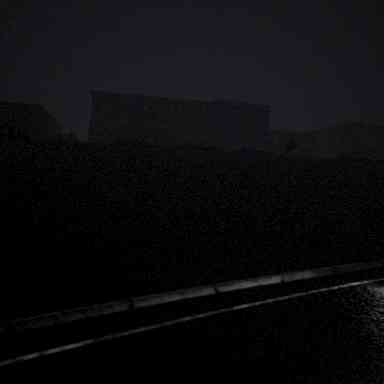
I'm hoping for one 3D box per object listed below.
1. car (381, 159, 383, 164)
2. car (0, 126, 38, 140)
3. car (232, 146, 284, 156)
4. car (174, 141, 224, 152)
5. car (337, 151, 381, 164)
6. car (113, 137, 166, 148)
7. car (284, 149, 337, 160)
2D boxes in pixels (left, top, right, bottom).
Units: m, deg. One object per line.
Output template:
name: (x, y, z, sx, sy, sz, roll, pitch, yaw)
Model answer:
car: (22.360, -2.936, 36.471, 4.792, 1.488, 2.163, 3, -1, -15)
car: (-15.525, -4.738, 28.332, 4.553, 1.767, 2.185, 2, -1, -10)
car: (6.079, -3.689, 32.402, 4.674, 1.452, 2.002, 3, -1, -12)
car: (0.650, -3.972, 31.296, 4.892, 1.521, 2.231, 2, -1, -11)
car: (16.847, -3.353, 34.962, 4.553, 1.767, 2.185, 3, -1, -14)
car: (-4.774, -4.195, 30.296, 4.892, 1.521, 2.231, 2, -1, -10)
car: (11.487, -3.479, 33.627, 5.008, 1.535, 2.097, 3, -1, -13)
